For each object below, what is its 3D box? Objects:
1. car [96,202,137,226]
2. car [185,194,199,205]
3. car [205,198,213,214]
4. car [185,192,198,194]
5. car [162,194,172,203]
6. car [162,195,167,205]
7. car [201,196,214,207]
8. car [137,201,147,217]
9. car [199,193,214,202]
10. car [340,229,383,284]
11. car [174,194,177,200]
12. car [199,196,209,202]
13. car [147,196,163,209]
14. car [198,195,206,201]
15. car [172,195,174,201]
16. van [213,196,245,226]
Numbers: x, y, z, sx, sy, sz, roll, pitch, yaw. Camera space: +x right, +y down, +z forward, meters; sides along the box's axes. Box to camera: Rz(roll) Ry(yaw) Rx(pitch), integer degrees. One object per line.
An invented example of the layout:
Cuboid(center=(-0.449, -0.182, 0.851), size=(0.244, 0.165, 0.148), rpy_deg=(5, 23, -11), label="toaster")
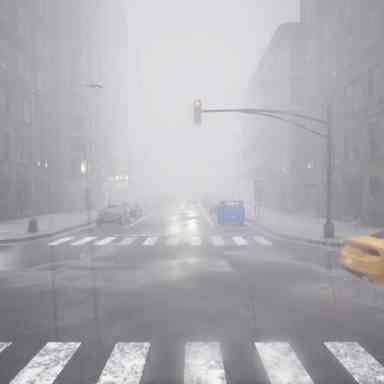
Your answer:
Cuboid(center=(-5.395, 1.549, 23.176), size=(2.008, 1.369, 4.403), rpy_deg=(0, 0, 0), label="car")
Cuboid(center=(0.088, 1.512, 57.266), size=(1.812, 1.442, 4.674), rpy_deg=(0, 0, 0), label="car")
Cuboid(center=(2.628, 1.580, 34.549), size=(1.802, 1.307, 4.206), rpy_deg=(0, 0, 0), label="car")
Cuboid(center=(0.076, 1.331, 67.096), size=(2.097, 1.767, 4.553), rpy_deg=(0, 0, -2), label="car")
Cuboid(center=(-5.405, 1.548, 62.949), size=(1.947, 1.339, 4.313), rpy_deg=(0, 0, 0), label="car")
Cuboid(center=(-5.402, 1.556, 51.586), size=(1.947, 1.339, 4.313), rpy_deg=(0, 0, 0), label="car")
Cuboid(center=(2.625, 1.576, 45.912), size=(1.802, 1.307, 4.206), rpy_deg=(0, 0, 0), label="car")
Cuboid(center=(-5.396, 1.543, 28.858), size=(1.887, 1.381, 4.507), rpy_deg=(0, 0, 0), label="car")
Cuboid(center=(2.623, 1.305, 51.594), size=(2.192, 1.841, 5.009), rpy_deg=(0, 0, 0), label="car")
Cuboid(center=(6.275, 1.523, 8.070), size=(5.008, 1.535, 1.882), rpy_deg=(0, 0, 0), label="car")
Cuboid(center=(-5.410, 1.409, 79.995), size=(1.967, 1.590, 4.097), rpy_deg=(0, 0, 0), label="car")
Cuboid(center=(2.617, 1.524, 74.319), size=(2.008, 1.369, 4.403), rpy_deg=(0, 0, 0), label="car")
Cuboid(center=(-5.401, 1.520, 45.734), size=(1.752, 1.417, 4.829), rpy_deg=(0, 0, 0), label="car")
Cuboid(center=(2.614, 1.531, 85.681), size=(1.947, 1.339, 4.313), rpy_deg=(0, 0, 0), label="car")
Cuboid(center=(-5.407, 1.293, 68.631), size=(2.192, 1.841, 5.009), rpy_deg=(0, 0, 0), label="car")
Cuboid(center=(2.630, 1.340, 23.187), size=(1.690, 1.788, 3.998), rpy_deg=(0, 0, 0), label="van")
